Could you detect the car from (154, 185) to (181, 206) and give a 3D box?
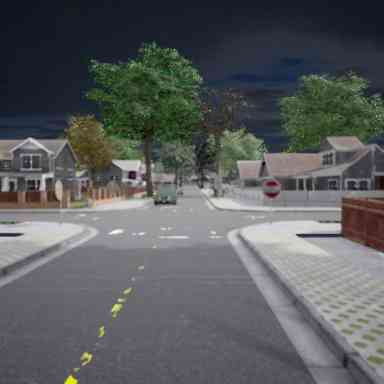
[{"bbox_3d":[-2.562,0.365,33.780,2.150,2.045,5.566,0,3,0],"label":"car"}]

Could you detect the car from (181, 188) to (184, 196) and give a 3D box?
[{"bbox_3d":[-2.430,-0.085,57.531,1.812,1.442,4.674,0,2,0],"label":"car"}]
